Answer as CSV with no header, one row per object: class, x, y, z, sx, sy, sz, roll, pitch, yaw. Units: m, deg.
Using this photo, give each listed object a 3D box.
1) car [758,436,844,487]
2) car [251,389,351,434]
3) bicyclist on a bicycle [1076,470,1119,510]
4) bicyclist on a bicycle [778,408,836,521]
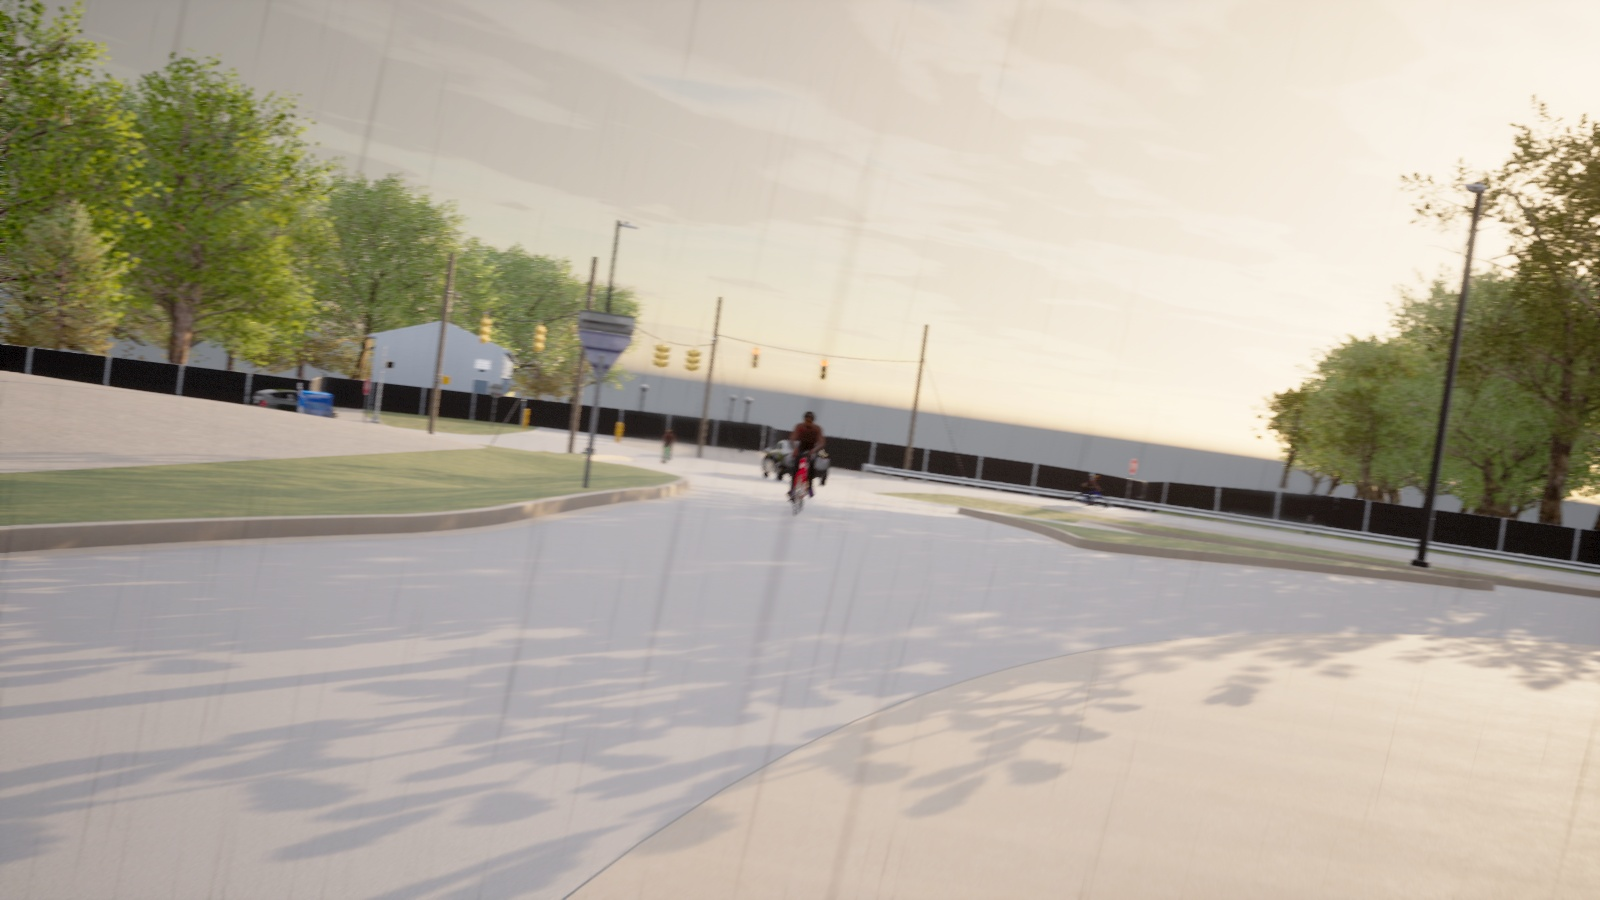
car,-0.032,0.379,46.016,2.128,1.511,4.902,7,0,-11
car,-22.670,-1.728,57.080,3.705,1.549,1.789,6,3,-40
bicyclist on a bicycle,13.780,1.846,58.240,1.656,1.620,0.582,8,3,31
bicyclist on a bicycle,0.123,0.211,19.502,0.582,1.620,1.656,7,1,5
